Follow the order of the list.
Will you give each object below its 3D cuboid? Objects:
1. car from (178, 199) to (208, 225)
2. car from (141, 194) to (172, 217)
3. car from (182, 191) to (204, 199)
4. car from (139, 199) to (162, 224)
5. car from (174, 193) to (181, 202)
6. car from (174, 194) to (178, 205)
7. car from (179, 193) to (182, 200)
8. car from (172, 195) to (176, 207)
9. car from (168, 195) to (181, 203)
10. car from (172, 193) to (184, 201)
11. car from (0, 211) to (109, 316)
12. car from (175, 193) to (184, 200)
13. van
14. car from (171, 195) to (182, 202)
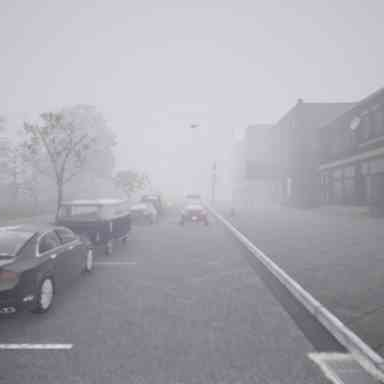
[{"bbox_3d":[0.151,1.488,23.458,1.812,1.442,4.674,0,0,0],"label":"car"},{"bbox_3d":[-3.579,1.221,30.948,2.435,2.045,5.566,0,0,1],"label":"car"},{"bbox_3d":[0.194,1.171,39.744,2.150,2.045,5.566,0,0,0],"label":"car"},{"bbox_3d":[-3.596,1.507,24.203,2.002,1.452,4.674,0,0,0],"label":"car"},{"bbox_3d":[-3.505,1.443,56.633,1.946,1.575,5.366,0,0,2],"label":"car"},{"bbox_3d":[-3.539,1.446,46.380,2.097,1.535,5.008,0,0,2],"label":"car"},{"bbox_3d":[-3.496,1.459,63.015,2.097,1.535,5.008,0,0,2],"label":"car"},{"bbox_3d":[-3.552,1.435,40.832,2.097,1.535,5.008,0,0,2],"label":"car"},{"bbox_3d":[-3.482,1.460,68.571,2.231,1.521,4.892,0,0,2],"label":"car"},{"bbox_3d":[-3.445,1.160,83.065,2.435,2.045,5.566,0,0,2],"label":"car"},{"bbox_3d":[-3.639,1.468,7.547,2.231,1.521,4.892,0,1,-1],"label":"car"},{"bbox_3d":[-3.427,1.281,90.719,2.185,1.767,4.553,0,1,2],"label":"car"},{"bbox_3d":[-3.619,1.256,13.232,1.878,1.987,4.442,0,0,2],"label":"van"},{"bbox_3d":[-3.468,1.439,74.112,2.097,1.535,5.008,0,0,2],"label":"car"}]
